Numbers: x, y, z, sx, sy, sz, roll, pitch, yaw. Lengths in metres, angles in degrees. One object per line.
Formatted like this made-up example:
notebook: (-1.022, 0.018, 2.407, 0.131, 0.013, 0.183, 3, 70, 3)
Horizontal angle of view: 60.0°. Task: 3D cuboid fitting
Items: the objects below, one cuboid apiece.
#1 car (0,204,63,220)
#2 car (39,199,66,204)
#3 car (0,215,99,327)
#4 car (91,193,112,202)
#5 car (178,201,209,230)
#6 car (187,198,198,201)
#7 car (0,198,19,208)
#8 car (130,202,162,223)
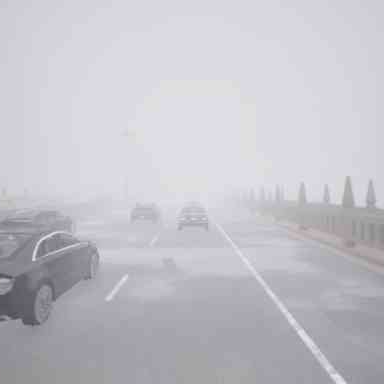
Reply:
car: (-6.901, 1.505, 15.228, 1.837, 1.490, 4.892, 0, 0, 0)
car: (-17.528, 1.549, 41.692, 2.033, 1.411, 5.357, 0, 0, 0)
car: (-3.401, 1.492, 7.011, 2.128, 1.511, 4.902, 0, 0, 0)
car: (-14.008, 1.214, 52.006, 2.150, 2.045, 5.566, 0, 0, 0)
car: (0.097, 1.548, 21.086, 2.033, 1.411, 5.357, 0, 0, 0)
car: (0.096, 1.527, 42.479, 1.812, 1.442, 4.674, 0, 0, 0)
car: (-21.063, 1.479, 36.724, 1.882, 1.535, 5.008, 0, 0, 0)
car: (-3.401, 1.492, 25.158, 2.128, 1.511, 4.902, 0, 0, 0)
